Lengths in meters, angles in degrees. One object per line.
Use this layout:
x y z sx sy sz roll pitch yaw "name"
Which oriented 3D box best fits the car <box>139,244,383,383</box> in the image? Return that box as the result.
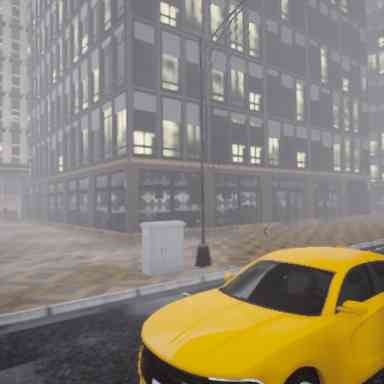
1.666 1.570 4.640 5.008 1.535 1.882 0 -2 -38 "car"
